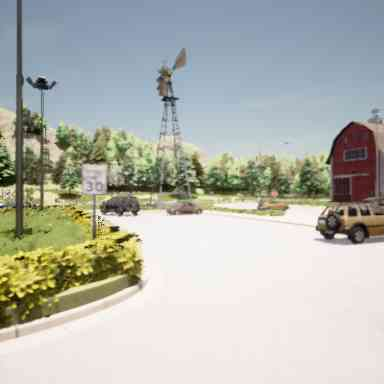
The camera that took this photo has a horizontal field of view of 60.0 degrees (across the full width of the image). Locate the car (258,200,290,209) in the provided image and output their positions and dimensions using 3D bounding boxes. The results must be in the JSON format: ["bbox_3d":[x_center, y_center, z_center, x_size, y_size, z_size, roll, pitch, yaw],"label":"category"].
[{"bbox_3d":[10.542,1.773,42.813,4.193,1.474,1.816,0,0,-23],"label":"car"}]

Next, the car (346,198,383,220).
[{"bbox_3d":[16.397,1.469,30.657,3.866,1.878,1.905,0,0,-23],"label":"car"}]

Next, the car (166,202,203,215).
[{"bbox_3d":[-0.802,1.791,36.628,3.905,1.438,1.784,0,0,-23],"label":"car"}]

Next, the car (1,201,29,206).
[{"bbox_3d":[-20.954,1.849,39.043,5.008,1.535,1.882,0,0,-12],"label":"car"}]

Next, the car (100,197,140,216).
[{"bbox_3d":[-8.022,1.526,37.054,2.150,2.045,5.566,0,0,-45],"label":"car"}]

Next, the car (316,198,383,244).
[{"bbox_3d":[8.255,1.394,16.055,4.605,1.855,1.932,0,0,-23],"label":"car"}]
